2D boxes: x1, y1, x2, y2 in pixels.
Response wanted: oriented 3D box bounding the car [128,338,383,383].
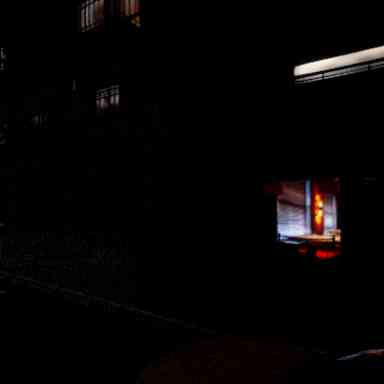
[{"bbox_3d":[1.528,1.526,1.808,4.829,1.417,1.752,0,-1,36],"label":"car"}]
